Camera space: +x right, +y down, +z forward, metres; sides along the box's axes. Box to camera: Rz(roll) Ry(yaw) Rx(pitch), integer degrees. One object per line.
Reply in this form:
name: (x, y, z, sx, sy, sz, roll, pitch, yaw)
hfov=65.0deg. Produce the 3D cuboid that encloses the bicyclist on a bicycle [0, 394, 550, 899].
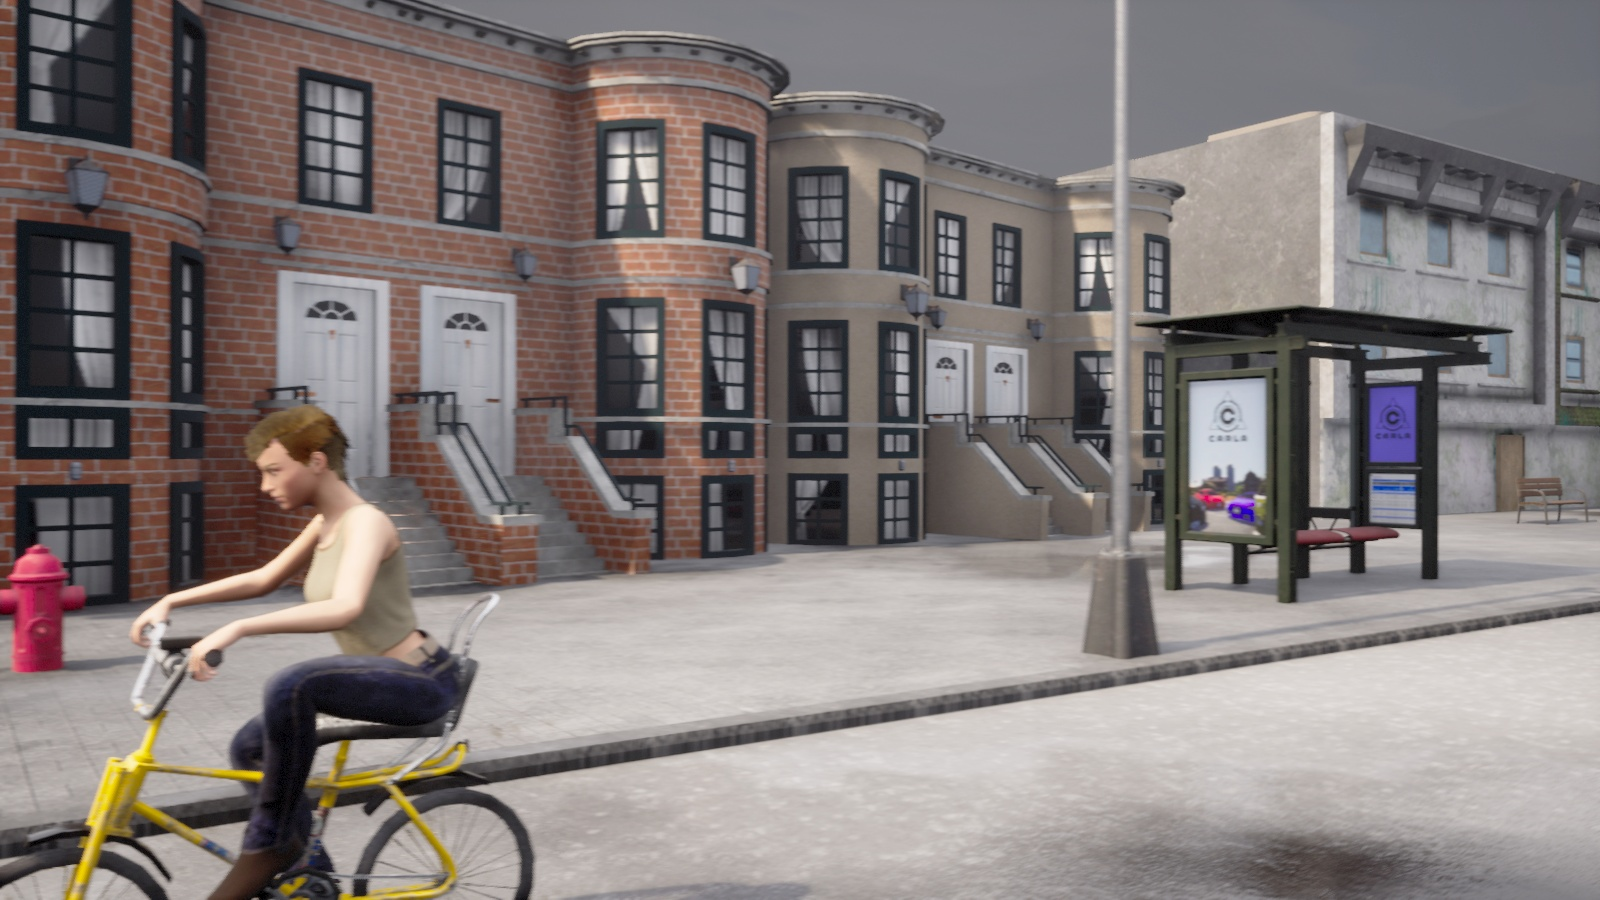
bicyclist on a bicycle: (-1.520, 0.692, 3.205, 1.509, 1.612, 0.866, 0, 0, -35)
